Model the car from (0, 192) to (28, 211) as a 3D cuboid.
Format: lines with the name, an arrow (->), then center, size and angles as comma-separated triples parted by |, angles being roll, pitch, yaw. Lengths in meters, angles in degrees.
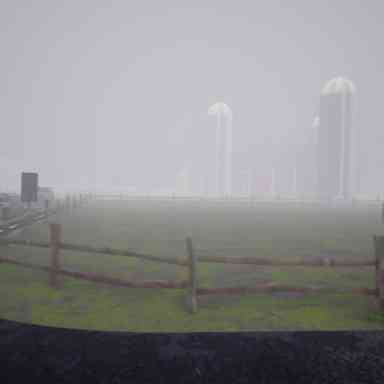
car -> -16.181, 0.804, 29.154 | 2.128, 1.511, 4.902 | 2, 1, -10

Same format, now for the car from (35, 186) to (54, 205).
car -> -18.012, 0.369, 39.606 | 2.150, 2.045, 5.566 | 2, 1, -9
